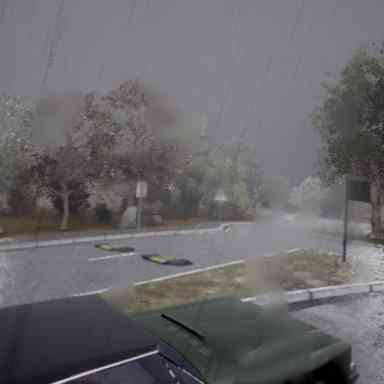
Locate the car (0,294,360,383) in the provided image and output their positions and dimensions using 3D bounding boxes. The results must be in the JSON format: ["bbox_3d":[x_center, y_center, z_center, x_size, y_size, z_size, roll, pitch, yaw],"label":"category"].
[{"bbox_3d":[-0.723,1.603,2.680,4.718,1.301,1.895,1,0,-34],"label":"car"}]
